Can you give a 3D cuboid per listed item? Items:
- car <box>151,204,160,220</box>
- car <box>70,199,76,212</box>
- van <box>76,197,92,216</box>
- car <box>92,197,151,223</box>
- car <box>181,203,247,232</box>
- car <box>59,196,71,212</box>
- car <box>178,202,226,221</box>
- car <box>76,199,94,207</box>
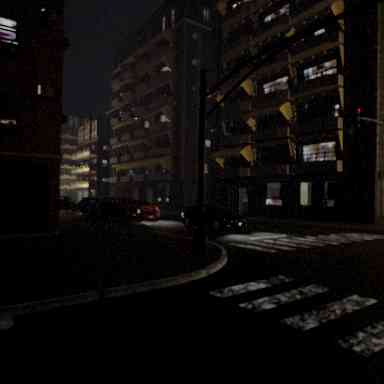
[{"bbox_3d":[-4.518,1.412,28.324,2.097,1.767,4.553,2,-1,-35],"label":"car"},{"bbox_3d":[-12.675,1.673,39.834,1.994,1.385,4.181,2,-1,-36],"label":"car"},{"bbox_3d":[-8.744,1.361,30.015,1.690,1.788,3.998,1,-1,-35],"label":"van"},{"bbox_3d":[-5.518,1.316,25.467,2.192,1.841,5.009,1,-1,-35],"label":"car"},{"bbox_3d":[1.219,1.534,20.284,1.837,1.490,4.892,2,-1,-36],"label":"car"},{"bbox_3d":[-15.194,1.375,39.111,2.192,1.841,5.009,1,-1,-35],"label":"car"},{"bbox_3d":[0.806,1.696,30.162,1.752,1.417,4.829,1,-1,-35],"label":"car"},{"bbox_3d":[-18.447,1.878,57.311,1.802,1.307,4.206,1,-1,-35],"label":"car"}]
